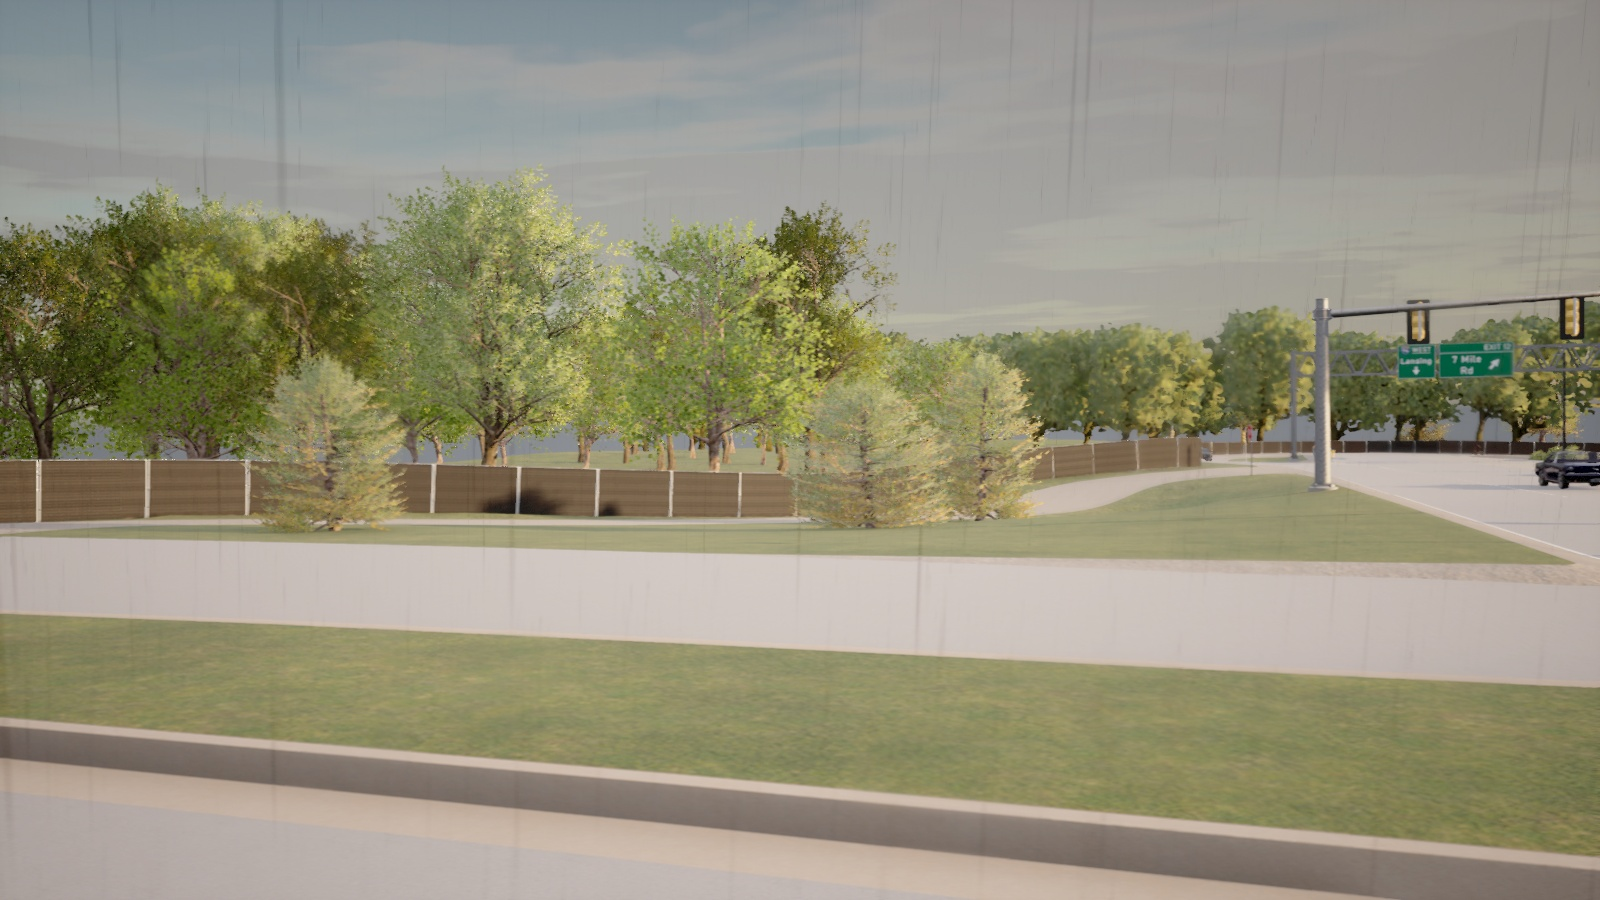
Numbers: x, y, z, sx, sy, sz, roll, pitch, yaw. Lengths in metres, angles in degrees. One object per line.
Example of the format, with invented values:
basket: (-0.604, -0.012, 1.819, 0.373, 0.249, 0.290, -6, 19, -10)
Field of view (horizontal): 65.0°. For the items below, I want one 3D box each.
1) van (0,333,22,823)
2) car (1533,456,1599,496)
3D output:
van: (-5.611, 0.545, 5.043, 4.442, 1.987, 1.775, 0, 1, 19)
car: (27.682, 0.903, 44.686, 1.895, 1.301, 4.718, 0, 0, 19)
